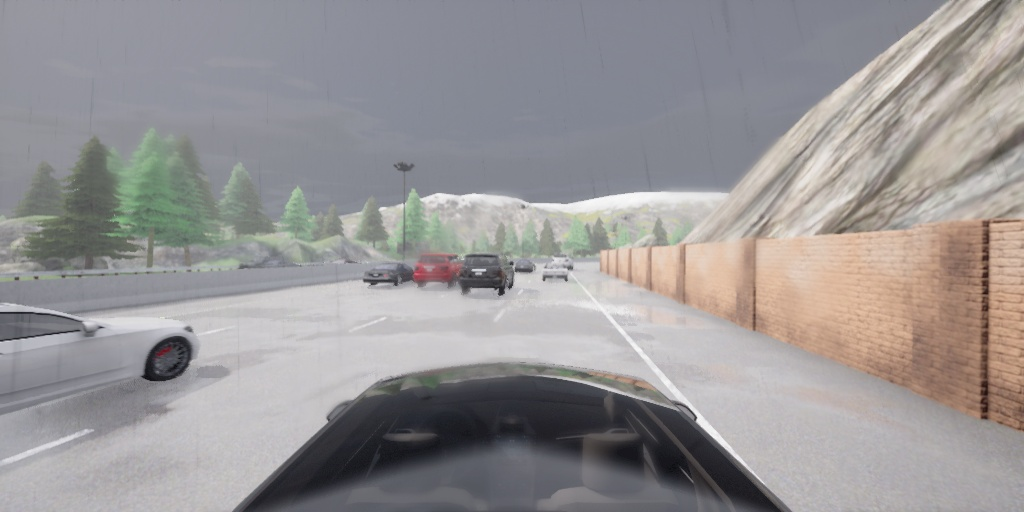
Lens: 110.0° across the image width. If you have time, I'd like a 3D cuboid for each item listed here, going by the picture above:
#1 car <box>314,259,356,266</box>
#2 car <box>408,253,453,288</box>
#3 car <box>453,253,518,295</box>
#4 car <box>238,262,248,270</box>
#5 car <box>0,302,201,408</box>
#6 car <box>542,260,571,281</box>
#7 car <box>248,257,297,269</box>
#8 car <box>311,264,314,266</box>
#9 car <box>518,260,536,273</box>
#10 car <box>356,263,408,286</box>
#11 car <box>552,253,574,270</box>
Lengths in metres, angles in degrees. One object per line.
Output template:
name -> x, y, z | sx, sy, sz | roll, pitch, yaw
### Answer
car -> -16.977, 1.066, 35.652 | 1.812, 1.442, 4.674 | 0, 0, 8
car -> -4.301, 0.852, 22.702 | 2.150, 2.045, 5.566 | 0, 1, 7
car -> -1.197, 0.875, 19.075 | 2.150, 2.045, 5.566 | 0, 1, 7
car -> -27.074, 0.862, 38.938 | 2.097, 1.767, 4.553 | 0, 0, 9
car -> -6.441, 1.254, 4.212 | 1.812, 1.442, 4.674 | 0, 0, 7
car -> 3.359, 1.208, 28.001 | 1.895, 1.301, 4.718 | 0, 0, 7
car -> -23.904, 1.092, 36.428 | 1.994, 1.385, 4.181 | 0, 0, 8
car -> -19.927, 1.115, 39.685 | 1.895, 1.301, 4.718 | 0, 0, 9
car -> 1.450, 1.105, 39.406 | 1.994, 1.385, 4.181 | 0, 0, 11
car -> -7.722, 1.166, 23.599 | 2.033, 1.411, 5.357 | 0, 0, 7
car -> 6.375, 0.730, 44.646 | 2.150, 2.045, 5.566 | 0, -1, 16
